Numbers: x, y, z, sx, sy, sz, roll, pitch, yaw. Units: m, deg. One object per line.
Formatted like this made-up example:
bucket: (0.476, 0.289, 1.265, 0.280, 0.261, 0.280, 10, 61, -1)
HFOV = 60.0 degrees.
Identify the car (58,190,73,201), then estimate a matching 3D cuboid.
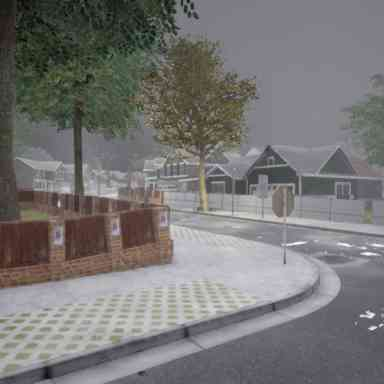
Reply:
car: (-17.921, 0.495, 47.089, 1.812, 1.442, 4.674, 0, 1, -31)
